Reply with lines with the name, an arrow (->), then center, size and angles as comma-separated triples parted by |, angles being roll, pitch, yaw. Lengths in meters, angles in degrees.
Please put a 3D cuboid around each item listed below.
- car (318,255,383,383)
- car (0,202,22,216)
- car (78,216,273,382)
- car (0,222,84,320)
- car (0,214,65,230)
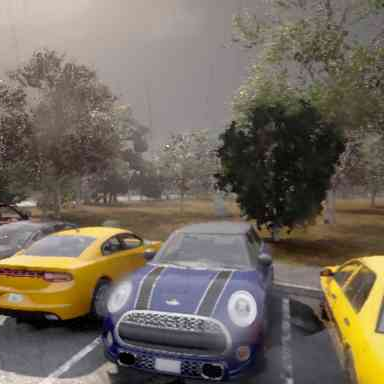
car -> 2.774, 1.487, 4.348 | 1.946, 1.575, 5.366 | -1, -1, 15
car -> -7.005, 1.326, 11.025 | 2.435, 2.045, 5.566 | 0, -1, 14
car -> 0.316, 1.391, 5.916 | 2.185, 1.767, 4.553 | 0, -1, 15
car -> -2.130, 1.543, 7.595 | 2.097, 1.535, 5.008 | 0, -1, 15
car -> -4.557, 1.566, 9.305 | 2.231, 1.521, 4.892 | 0, -1, 15
